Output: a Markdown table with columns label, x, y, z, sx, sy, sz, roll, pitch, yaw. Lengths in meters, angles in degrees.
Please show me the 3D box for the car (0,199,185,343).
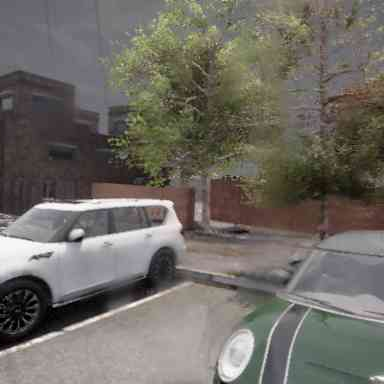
| label | x | y | z | sx | sy | sz | roll | pitch | yaw |
| --- | --- | --- | --- | --- | --- | --- | --- | --- | --- |
| car | -2.387 | 1.192 | 6.948 | 2.435 | 2.045 | 5.566 | 0 | 0 | 35 |
